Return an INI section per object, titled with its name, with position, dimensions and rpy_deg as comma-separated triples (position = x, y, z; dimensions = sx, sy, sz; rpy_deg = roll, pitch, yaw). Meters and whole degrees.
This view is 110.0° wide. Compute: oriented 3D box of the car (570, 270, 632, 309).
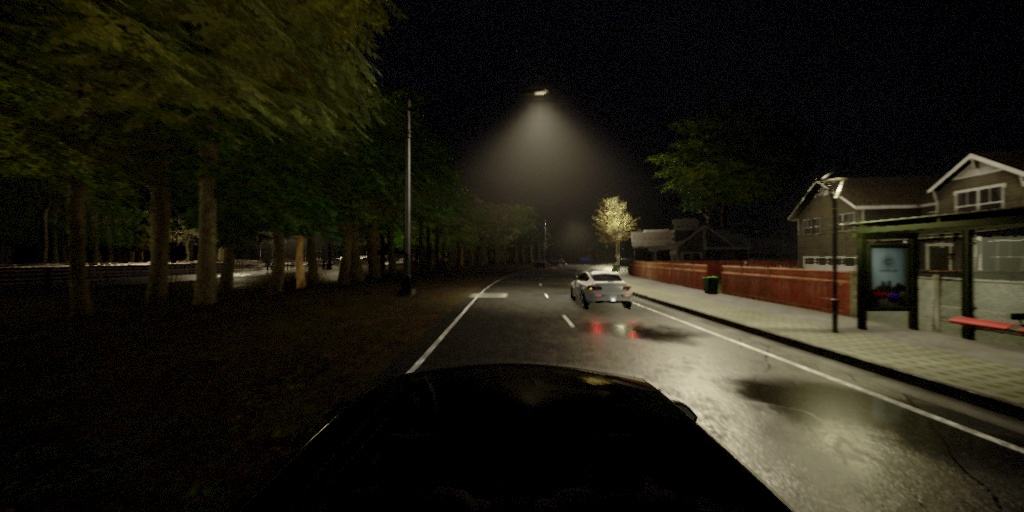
[car]
position = 3.619, 1.309, 15.067
dimensions = 1.812, 1.442, 4.674
rpy_deg = 0, 0, 0

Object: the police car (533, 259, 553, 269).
[police car]
position = 4.826, 1.246, 58.700
dimensions = 1.930, 1.638, 5.238
rpy_deg = 0, 0, 16
